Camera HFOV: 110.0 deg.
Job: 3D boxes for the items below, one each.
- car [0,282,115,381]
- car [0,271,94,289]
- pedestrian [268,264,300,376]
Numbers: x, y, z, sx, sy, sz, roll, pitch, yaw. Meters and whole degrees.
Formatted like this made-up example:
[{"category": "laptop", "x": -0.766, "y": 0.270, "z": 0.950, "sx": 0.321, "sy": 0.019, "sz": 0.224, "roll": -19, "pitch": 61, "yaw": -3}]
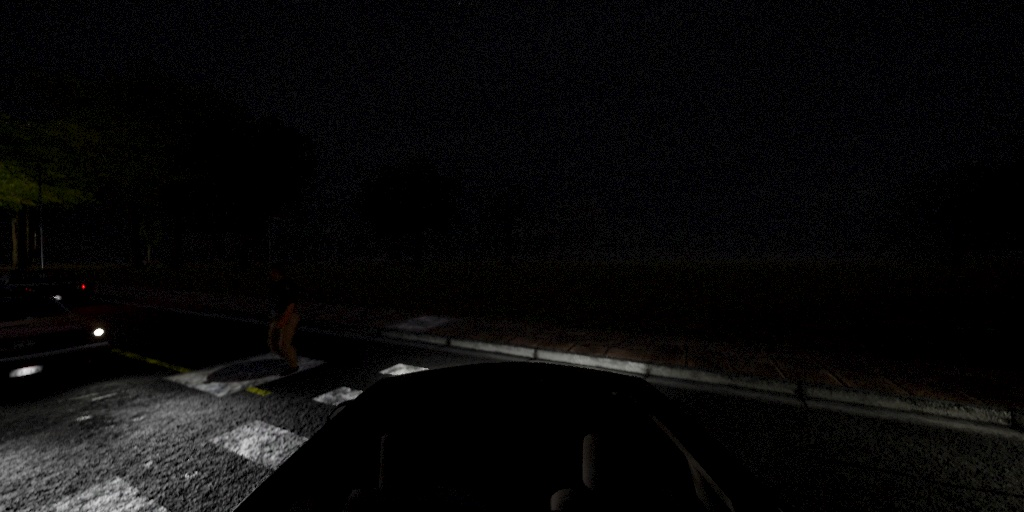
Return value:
[{"category": "car", "x": -8.874, "y": 1.305, "z": 6.031, "sx": 4.718, "sy": 1.301, "sz": 1.895, "roll": 0, "pitch": 1, "yaw": 26}, {"category": "car", "x": -18.473, "y": 1.210, "z": 13.895, "sx": 4.718, "sy": 1.301, "sz": 1.895, "roll": 0, "pitch": 1, "yaw": 26}, {"category": "pedestrian", "x": -3.692, "y": 0.993, "z": 5.774, "sx": 0.375, "sy": 1.860, "sz": 0.375, "roll": 0, "pitch": 1, "yaw": 26}]
